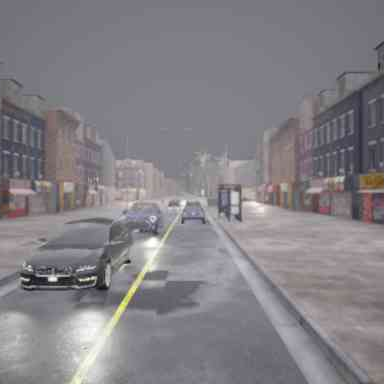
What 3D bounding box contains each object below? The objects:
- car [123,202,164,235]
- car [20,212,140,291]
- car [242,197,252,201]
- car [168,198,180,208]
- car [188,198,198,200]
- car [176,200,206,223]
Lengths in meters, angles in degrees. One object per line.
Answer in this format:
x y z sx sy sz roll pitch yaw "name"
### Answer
-2.789 1.390 19.119 2.097 1.767 4.553 0 0 0 "car"
-2.833 1.521 9.188 1.837 1.490 4.892 0 0 0 "car"
12.449 1.767 81.881 4.313 1.339 1.947 0 0 0 "car"
-2.752 1.684 52.596 2.033 1.411 5.357 0 0 1 "car"
0.142 1.591 45.065 1.882 1.535 5.008 0 0 0 "car"
0.107 1.604 26.017 2.033 1.411 5.357 0 0 0 "car"
